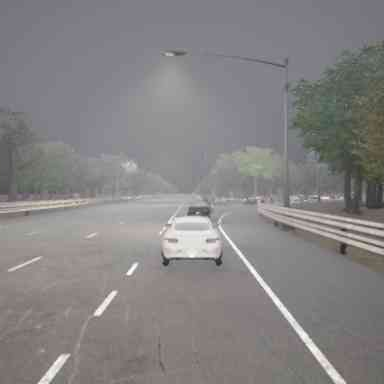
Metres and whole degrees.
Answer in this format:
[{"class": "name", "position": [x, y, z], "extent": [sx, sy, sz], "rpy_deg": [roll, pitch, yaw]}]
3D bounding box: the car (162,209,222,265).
[{"class": "car", "position": [0.003, 1.545, 11.686], "extent": [1.812, 1.442, 4.674], "rpy_deg": [0, 0, 0]}]

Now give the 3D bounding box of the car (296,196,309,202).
[{"class": "car", "position": [26.215, 1.595, 79.319], "extent": [1.812, 1.442, 4.674], "rpy_deg": [0, 0, 43]}]

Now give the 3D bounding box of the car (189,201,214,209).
[{"class": "car", "position": [0.831, 1.542, 28.778], "extent": [1.882, 1.535, 5.008], "rpy_deg": [0, 0, 7]}]

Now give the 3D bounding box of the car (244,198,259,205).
[{"class": "car", "position": [11.057, 1.686, 59.627], "extent": [1.895, 1.301, 4.718], "rpy_deg": [0, 0, 30]}]
